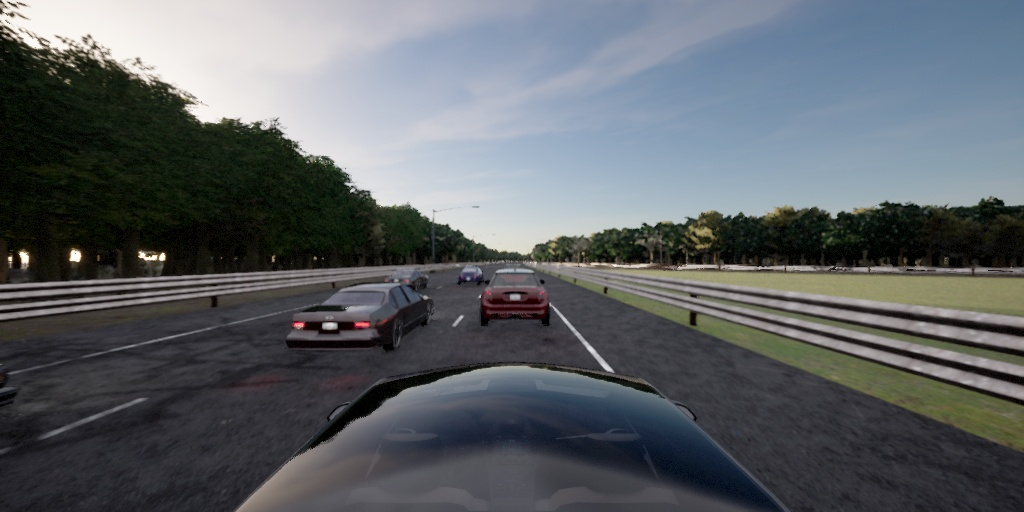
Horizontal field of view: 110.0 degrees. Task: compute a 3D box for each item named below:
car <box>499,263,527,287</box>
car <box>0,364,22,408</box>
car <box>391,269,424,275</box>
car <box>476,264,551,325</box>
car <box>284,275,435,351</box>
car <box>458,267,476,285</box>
[{"bbox_3d":[0.091,1.429,28.997,2.097,1.767,4.553,0,-1,0],"label":"car"},{"bbox_3d":[-6.922,1.285,1.825,2.033,1.411,5.357,0,-1,0],"label":"car"},{"bbox_3d":[-6.913,1.563,23.949,2.033,1.411,5.357,0,-1,0],"label":"car"},{"bbox_3d":[0.095,1.228,12.449,2.097,1.767,4.553,0,-1,0],"label":"car"},{"bbox_3d":[-3.402,1.385,9.206,2.033,1.411,5.357,0,-1,0],"label":"car"},{"bbox_3d":[-3.408,1.619,30.283,1.812,1.442,4.674,0,-1,0],"label":"car"}]
